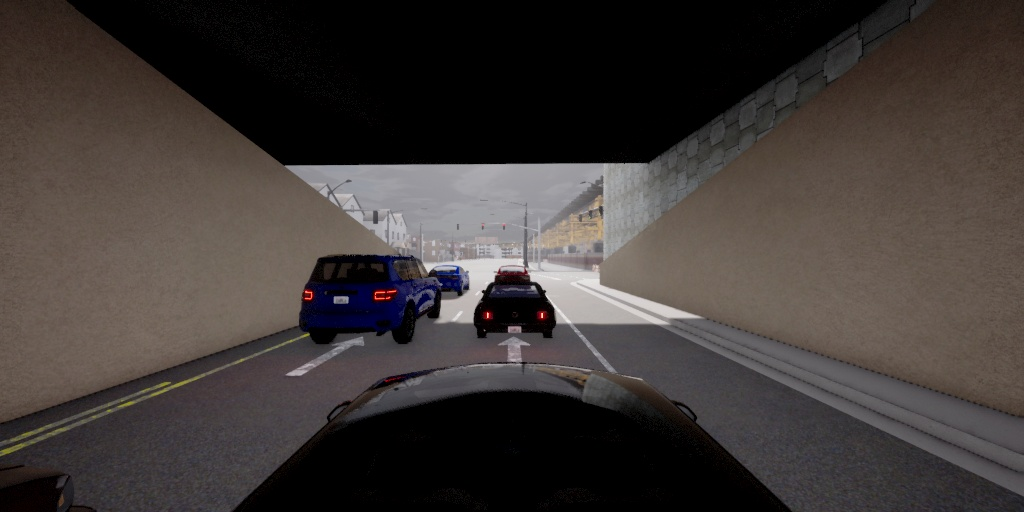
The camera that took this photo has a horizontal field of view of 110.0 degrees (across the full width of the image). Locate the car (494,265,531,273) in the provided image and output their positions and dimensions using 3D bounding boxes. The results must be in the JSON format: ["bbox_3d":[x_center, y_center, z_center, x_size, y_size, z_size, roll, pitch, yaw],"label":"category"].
[{"bbox_3d":[0.016,1.228,19.537,1.882,1.535,5.008,0,0,0],"label":"car"}]

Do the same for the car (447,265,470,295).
[{"bbox_3d":[-3.485,1.228,19.788,1.882,1.535,5.008,0,0,0],"label":"car"}]

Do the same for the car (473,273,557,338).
[{"bbox_3d":[0.058,1.351,10.200,1.895,1.301,4.718,0,0,0],"label":"car"}]

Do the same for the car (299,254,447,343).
[{"bbox_3d":[-3.437,0.971,9.851,2.150,2.045,5.566,0,0,0],"label":"car"}]
